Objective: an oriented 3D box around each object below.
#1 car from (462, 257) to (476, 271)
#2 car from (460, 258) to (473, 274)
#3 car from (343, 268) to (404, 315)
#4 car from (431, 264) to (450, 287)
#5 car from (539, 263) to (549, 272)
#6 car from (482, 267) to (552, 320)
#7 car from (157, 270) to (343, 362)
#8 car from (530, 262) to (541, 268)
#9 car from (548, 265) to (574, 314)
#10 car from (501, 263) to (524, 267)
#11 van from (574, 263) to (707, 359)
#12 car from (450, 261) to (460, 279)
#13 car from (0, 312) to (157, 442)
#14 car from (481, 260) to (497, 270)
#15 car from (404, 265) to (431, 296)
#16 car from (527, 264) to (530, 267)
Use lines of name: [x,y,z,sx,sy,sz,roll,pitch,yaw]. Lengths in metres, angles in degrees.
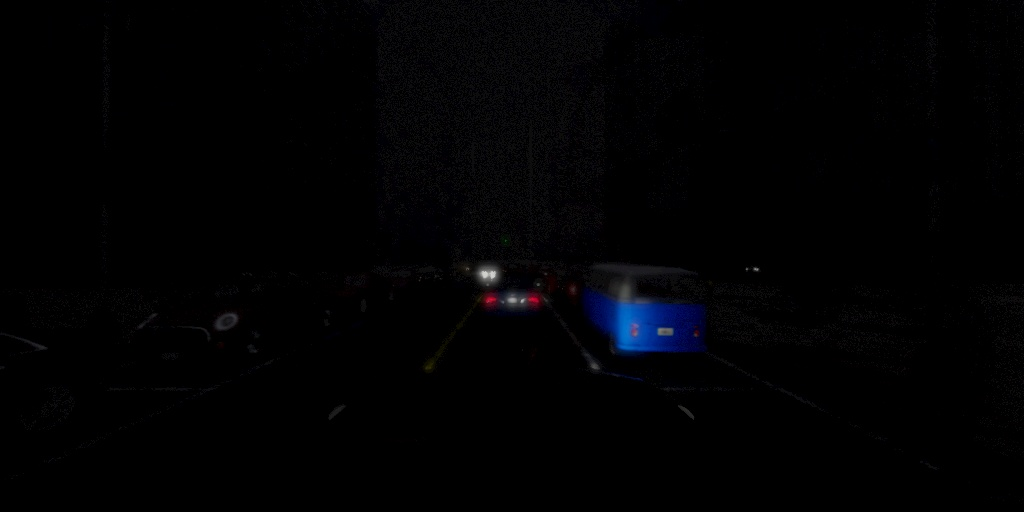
car: [-5.815,1.094,46.334,2.192,1.841,5.009,0,0,0]
car: [-5.820,1.290,40.704,1.751,1.417,4.829,0,0,0]
car: [-5.846,1.282,13.580,1.888,1.381,4.507,0,0,0]
car: [-5.835,1.289,24.498,2.007,1.370,4.403,0,0,0]
car: [2.685,1.281,19.026,1.888,1.381,4.507,0,0,0]
car: [0.031,1.286,12.524,2.033,1.411,5.357,0,0,1]
car: [-5.851,1.181,8.122,1.967,1.591,4.097,0,0,0]
car: [2.695,1.326,29.945,1.802,1.307,4.207,0,0,0]
car: [2.680,1.177,13.567,1.967,1.591,4.097,0,0,0]
car: [0.078,1.270,30.368,1.812,1.442,4.674,0,0,1]
van: [2.675,1.082,8.108,1.690,1.789,3.998,0,0,0]
car: [-5.830,1.310,29.957,1.948,1.339,4.313,0,0,0]
car: [-5.856,1.299,2.663,2.007,1.370,4.403,0,0,0]
car: [-3.002,1.277,48.553,2.128,1.511,4.902,0,0,1]
car: [-5.841,1.319,19.039,1.802,1.307,4.207,0,0,0]
car: [2.705,1.310,40.864,1.888,1.381,4.507,0,0,0]
